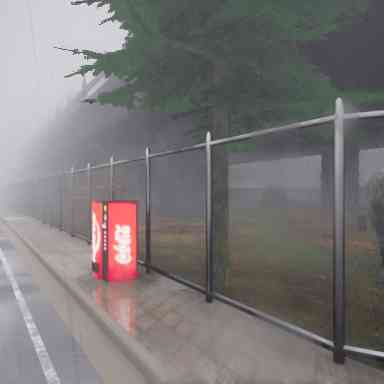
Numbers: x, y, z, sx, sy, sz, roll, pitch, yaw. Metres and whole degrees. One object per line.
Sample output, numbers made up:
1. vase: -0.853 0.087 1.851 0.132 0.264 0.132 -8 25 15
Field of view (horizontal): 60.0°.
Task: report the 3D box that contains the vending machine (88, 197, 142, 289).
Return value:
1. vending machine: -1.936 1.195 8.332 1.100 2.100 0.880 0 0 -33
